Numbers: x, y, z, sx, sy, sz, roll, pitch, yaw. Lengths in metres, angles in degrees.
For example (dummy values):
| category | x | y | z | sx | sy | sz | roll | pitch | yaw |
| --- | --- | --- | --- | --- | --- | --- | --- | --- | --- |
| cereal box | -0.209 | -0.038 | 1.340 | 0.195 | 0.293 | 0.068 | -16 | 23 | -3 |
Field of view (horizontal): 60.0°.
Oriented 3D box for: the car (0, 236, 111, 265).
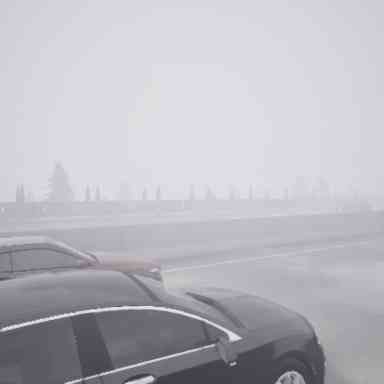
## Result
| category | x | y | z | sx | sy | sz | roll | pitch | yaw |
| --- | --- | --- | --- | --- | --- | --- | --- | --- | --- |
| car | -2.771 | 1.525 | 5.901 | 4.674 | 1.442 | 1.812 | 0 | 0 | -32 |

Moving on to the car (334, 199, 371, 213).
| category | x | y | z | sx | sy | sz | roll | pitch | yaw |
| --- | --- | --- | --- | --- | --- | --- | --- | --- | --- |
| car | 17.263 | 1.479 | 35.647 | 4.902 | 1.511 | 2.128 | 0 | 0 | -35 |

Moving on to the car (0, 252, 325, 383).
| category | x | y | z | sx | sy | sz | roll | pitch | yaw |
| --- | --- | --- | --- | --- | --- | --- | --- | --- | --- |
| car | -0.868 | 1.506 | 2.964 | 4.892 | 1.490 | 1.837 | 0 | 0 | -32 |
